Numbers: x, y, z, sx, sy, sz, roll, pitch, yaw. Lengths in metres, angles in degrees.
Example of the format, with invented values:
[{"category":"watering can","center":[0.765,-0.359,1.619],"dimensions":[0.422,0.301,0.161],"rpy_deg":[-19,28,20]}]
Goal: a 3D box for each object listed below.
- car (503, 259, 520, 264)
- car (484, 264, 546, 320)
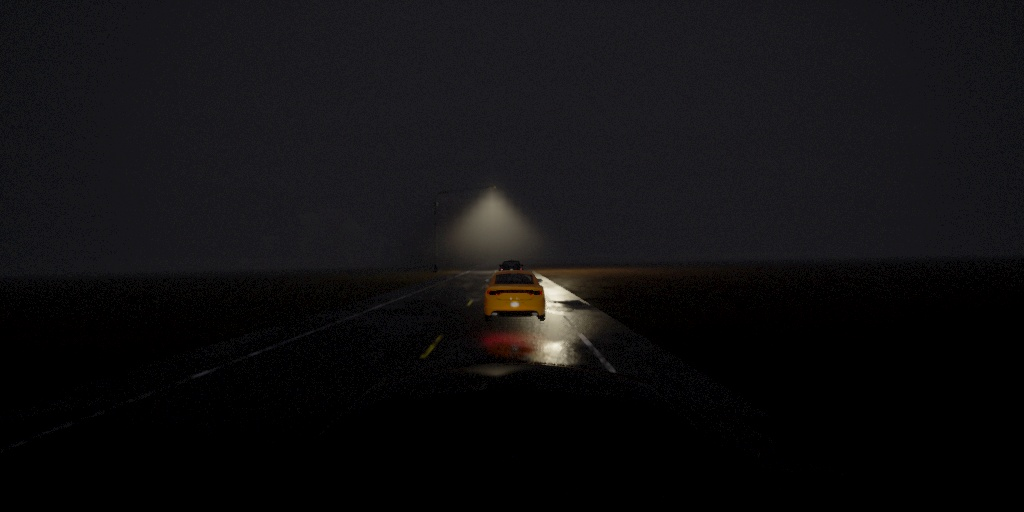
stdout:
[{"category":"car","center":[-0.060,1.114,30.735],"dimensions":[2.097,1.767,4.553],"rpy_deg":[0,0,-1]},{"category":"car","center":[0.072,1.231,12.678],"dimensions":[1.882,1.535,5.008],"rpy_deg":[0,0,0]}]
